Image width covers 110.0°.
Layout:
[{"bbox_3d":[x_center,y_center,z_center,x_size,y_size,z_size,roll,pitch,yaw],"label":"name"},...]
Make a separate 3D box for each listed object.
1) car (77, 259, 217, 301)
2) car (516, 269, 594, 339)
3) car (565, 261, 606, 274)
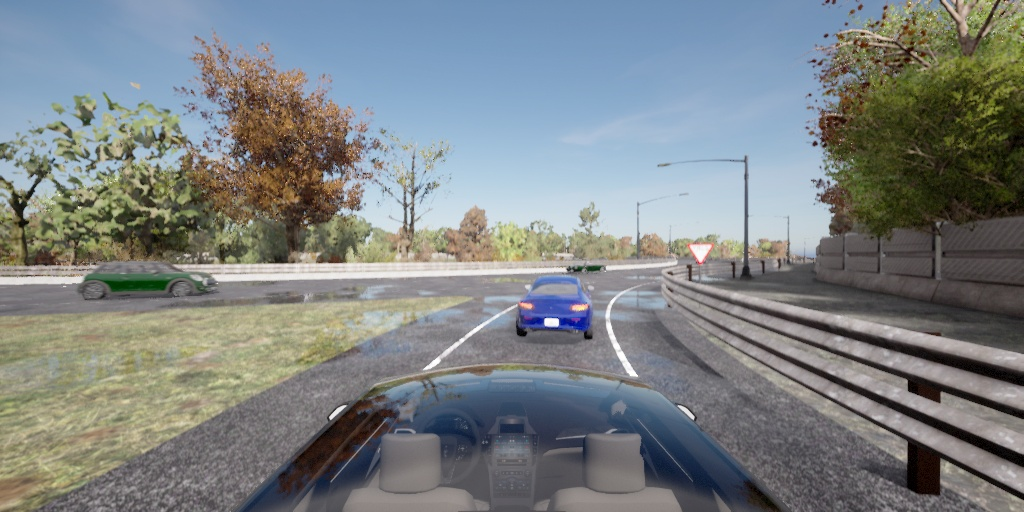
[{"bbox_3d":[-17.041,1.039,17.087,4.553,1.767,2.097,0,0,-21],"label":"car"},{"bbox_3d":[1.276,1.250,9.937,1.812,1.442,4.674,0,0,11],"label":"car"},{"bbox_3d":[7.861,1.222,37.994,4.718,1.301,1.895,0,0,-38],"label":"car"}]
